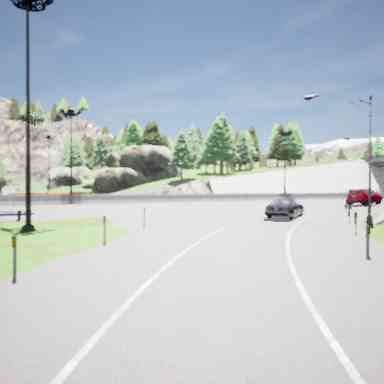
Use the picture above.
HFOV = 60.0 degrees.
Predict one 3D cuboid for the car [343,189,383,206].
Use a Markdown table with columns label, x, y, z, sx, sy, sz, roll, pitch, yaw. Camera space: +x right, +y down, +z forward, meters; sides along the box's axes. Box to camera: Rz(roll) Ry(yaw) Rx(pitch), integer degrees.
| label | x | y | z | sx | sy | sz | roll | pitch | yaw |
| --- | --- | --- | --- | --- | --- | --- | --- | --- | --- |
| car | 21.375 | 0.645 | 41.190 | 5.566 | 2.045 | 2.150 | -1 | 1 | -37 |

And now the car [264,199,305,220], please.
| label | x | y | z | sx | sy | sz | roll | pitch | yaw |
| --- | --- | --- | --- | --- | --- | --- | --- | --- | --- |
| car | 6.891 | 1.194 | 24.499 | 2.033 | 1.411 | 5.357 | 1 | 1 | 29 |
